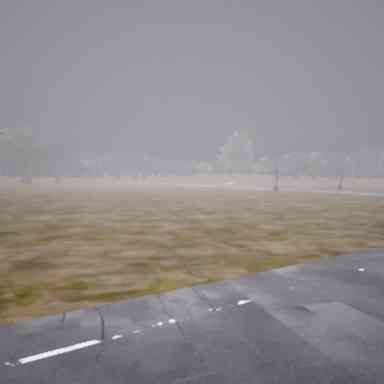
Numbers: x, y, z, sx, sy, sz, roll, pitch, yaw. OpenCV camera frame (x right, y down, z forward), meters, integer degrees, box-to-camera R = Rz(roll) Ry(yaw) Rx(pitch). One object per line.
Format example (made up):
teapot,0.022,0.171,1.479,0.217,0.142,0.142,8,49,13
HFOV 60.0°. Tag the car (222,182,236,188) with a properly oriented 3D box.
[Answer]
car,9.631,-1.999,87.060,1.882,1.535,5.008,-1,3,-27
